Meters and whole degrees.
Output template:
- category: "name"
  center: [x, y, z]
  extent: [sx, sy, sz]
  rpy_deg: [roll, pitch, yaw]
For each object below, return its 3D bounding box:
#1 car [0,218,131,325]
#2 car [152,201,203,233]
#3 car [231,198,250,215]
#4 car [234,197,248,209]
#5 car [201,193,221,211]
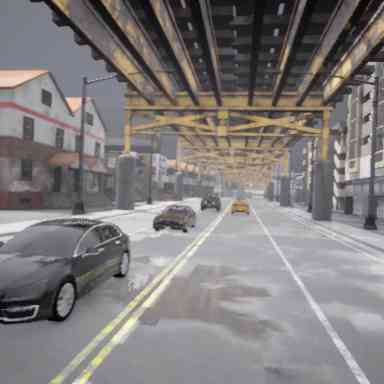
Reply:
- category: "car"
  center: [-2.759, 1.377, 7.147]
  extent: [1.837, 1.490, 4.892]
  rpy_deg: [2, 0, 8]
- category: "car"
  center: [-0.855, 1.487, 19.850]
  extent: [2.033, 1.411, 5.357]
  rpy_deg: [2, 0, 9]
- category: "car"
  center: [5.435, 1.606, 37.129]
  extent: [1.882, 1.535, 5.008]
  rpy_deg: [3, 1, 9]
- category: "car"
  center: [7.057, 1.591, 48.165]
  extent: [1.837, 1.490, 4.892]
  rpy_deg: [3, 1, 9]
- category: "car"
  center: [2.411, 1.183, 40.884]
  extent: [2.150, 2.045, 5.566]
  rpy_deg: [3, 0, 9]
